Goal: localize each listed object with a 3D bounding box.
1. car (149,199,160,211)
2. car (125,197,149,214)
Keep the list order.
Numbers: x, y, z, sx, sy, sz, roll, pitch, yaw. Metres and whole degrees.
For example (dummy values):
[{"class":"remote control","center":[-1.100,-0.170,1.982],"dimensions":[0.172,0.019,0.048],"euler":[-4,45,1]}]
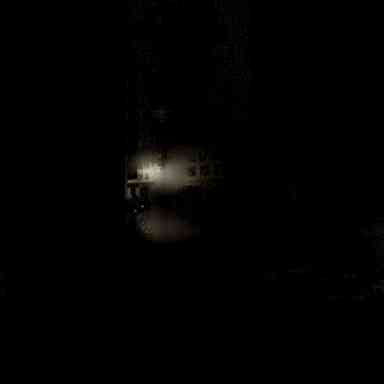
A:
[{"class":"car","center":[-5.452,1.285,35.680],"dimensions":[2.033,1.411,5.357],"euler":[1,0,-35]},{"class":"car","center":[-6.249,1.334,31.146],"dimensions":[1.895,1.301,4.718],"euler":[1,0,-35]}]
